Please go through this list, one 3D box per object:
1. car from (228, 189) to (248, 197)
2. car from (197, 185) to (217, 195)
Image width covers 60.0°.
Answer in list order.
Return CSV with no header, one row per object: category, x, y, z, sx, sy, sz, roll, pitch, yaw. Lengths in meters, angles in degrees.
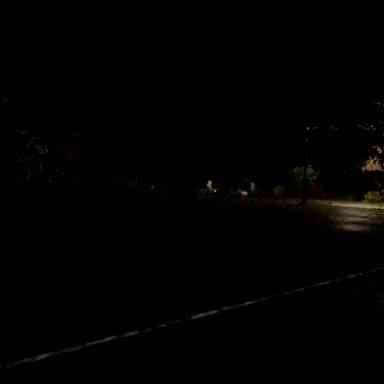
car,9.152,0.212,66.841,1.812,1.442,4.674,1,1,-36
car,3.295,-0.505,74.973,2.150,2.045,5.566,1,1,-36
